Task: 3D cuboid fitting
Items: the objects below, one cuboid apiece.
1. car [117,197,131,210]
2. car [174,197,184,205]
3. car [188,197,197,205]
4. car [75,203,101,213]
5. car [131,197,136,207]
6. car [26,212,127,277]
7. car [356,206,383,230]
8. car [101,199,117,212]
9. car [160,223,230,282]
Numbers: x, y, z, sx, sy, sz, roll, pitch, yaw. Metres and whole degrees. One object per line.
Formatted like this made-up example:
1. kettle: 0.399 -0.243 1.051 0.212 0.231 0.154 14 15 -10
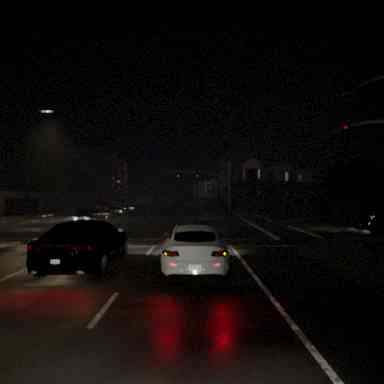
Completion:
1. car: -13.960 2.299 64.273 2.150 2.045 5.566 0 0 0
2. car: -3.420 2.382 87.273 2.150 2.045 5.566 0 -1 0
3. car: 0.080 2.381 87.572 2.150 2.045 5.566 0 -1 0
4. car: -14.062 2.468 44.485 1.895 1.301 4.718 0 -1 0
5. car: -13.931 2.275 75.011 2.150 2.045 5.566 0 0 0
6. car: -3.406 1.631 10.778 1.882 1.535 5.008 0 -1 0
7. car: 14.271 1.754 23.756 4.553 1.767 2.097 0 -1 0
8. car: -14.035 2.379 53.753 2.097 1.767 4.553 0 0 0
9. car: 0.095 1.668 10.140 1.812 1.442 4.674 0 -1 1
